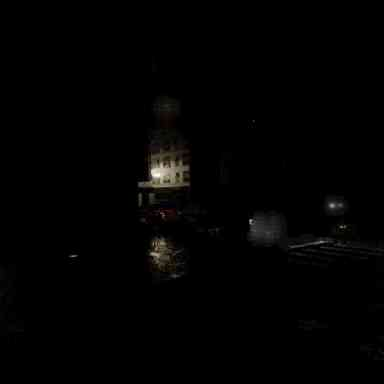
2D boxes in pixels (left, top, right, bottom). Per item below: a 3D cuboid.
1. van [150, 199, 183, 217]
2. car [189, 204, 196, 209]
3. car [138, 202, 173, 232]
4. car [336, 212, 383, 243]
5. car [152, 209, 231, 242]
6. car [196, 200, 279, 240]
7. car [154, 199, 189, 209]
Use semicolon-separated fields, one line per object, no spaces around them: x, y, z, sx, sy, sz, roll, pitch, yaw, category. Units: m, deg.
-2.826;1.706;36.035;1.690;1.788;3.998;-1;0;-36;van
0.278;1.822;31.694;1.752;1.417;4.829;-1;0;-36;car
-3.364;1.715;22.121;1.967;1.590;4.097;-1;0;-36;car
9.008;1.636;15.619;4.181;1.385;1.994;-1;0;23;car
-0.163;1.788;17.641;1.802;1.307;4.206;-1;0;-36;car
2.567;1.530;18.383;2.097;1.767;4.553;0;0;-35;car
-2.605;1.642;25.658;2.097;1.767;4.553;0;0;-36;car
